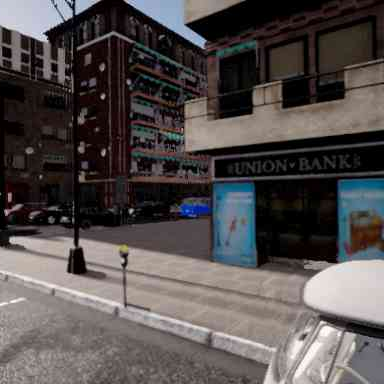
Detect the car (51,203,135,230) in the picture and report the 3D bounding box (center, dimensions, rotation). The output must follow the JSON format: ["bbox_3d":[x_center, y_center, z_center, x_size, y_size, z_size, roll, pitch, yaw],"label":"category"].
[{"bbox_3d":[-5.960,1.554,20.444,1.947,1.339,4.313,-2,-1,36],"label":"car"}]

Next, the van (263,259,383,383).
[{"bbox_3d":[2.189,1.343,1.295,3.998,1.788,1.690,0,-1,35],"label":"van"}]

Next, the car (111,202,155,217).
[{"bbox_3d":[-6.070,1.755,34.496,1.947,1.339,4.313,-2,-1,36],"label":"car"}]

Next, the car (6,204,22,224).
[{"bbox_3d":[-12.725,1.565,25.394,1.967,1.590,4.097,-2,-1,36],"label":"car"}]

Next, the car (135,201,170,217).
[{"bbox_3d":[-4.193,1.636,32.667,2.128,1.511,4.902,-1,-1,36],"label":"car"}]

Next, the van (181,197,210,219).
[{"bbox_3d":[0.689,1.394,29.552,1.690,1.788,3.998,-2,-1,36],"label":"van"}]

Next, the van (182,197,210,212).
[{"bbox_3d":[0.580,1.595,43.604,1.690,1.788,3.998,-2,-1,36],"label":"van"}]

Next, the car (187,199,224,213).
[{"bbox_3d":[1.704,1.693,40.725,2.128,1.511,4.902,-1,-1,36],"label":"car"}]

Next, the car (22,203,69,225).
[{"bbox_3d":[-9.747,1.596,25.073,1.837,1.490,4.892,-1,-1,36],"label":"car"}]
